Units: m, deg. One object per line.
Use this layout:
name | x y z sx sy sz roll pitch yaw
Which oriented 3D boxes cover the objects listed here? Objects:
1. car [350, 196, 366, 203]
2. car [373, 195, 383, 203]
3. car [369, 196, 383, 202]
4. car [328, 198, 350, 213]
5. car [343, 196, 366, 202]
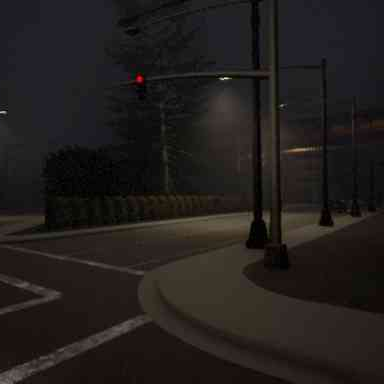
car | 32.892 1.564 67.288 4.974 1.542 2.038 0 -1 -29
car | 36.079 1.502 64.598 2.038 1.542 4.974 -1 -1 16
car | 36.091 1.345 64.649 1.853 1.218 4.536 -1 -1 16
car | 16.310 1.585 38.038 1.812 1.442 4.674 -1 -1 36
car | 32.935 1.406 67.315 4.536 1.218 1.853 0 -1 -29
